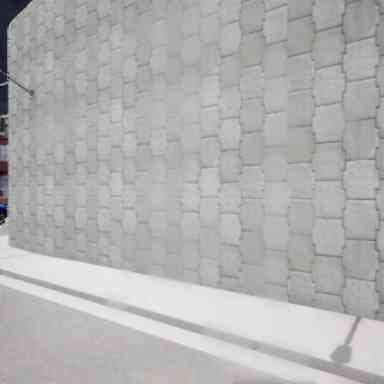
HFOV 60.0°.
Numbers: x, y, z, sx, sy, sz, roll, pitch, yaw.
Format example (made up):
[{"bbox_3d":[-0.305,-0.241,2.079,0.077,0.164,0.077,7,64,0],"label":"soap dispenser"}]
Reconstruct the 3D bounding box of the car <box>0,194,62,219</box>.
[{"bbox_3d":[-13.186,1.085,26.820,1.812,1.442,4.674,0,5,35],"label":"car"}]

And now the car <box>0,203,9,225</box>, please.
[{"bbox_3d":[-13.893,1.145,19.972,2.150,2.045,5.566,-1,2,33],"label":"car"}]
